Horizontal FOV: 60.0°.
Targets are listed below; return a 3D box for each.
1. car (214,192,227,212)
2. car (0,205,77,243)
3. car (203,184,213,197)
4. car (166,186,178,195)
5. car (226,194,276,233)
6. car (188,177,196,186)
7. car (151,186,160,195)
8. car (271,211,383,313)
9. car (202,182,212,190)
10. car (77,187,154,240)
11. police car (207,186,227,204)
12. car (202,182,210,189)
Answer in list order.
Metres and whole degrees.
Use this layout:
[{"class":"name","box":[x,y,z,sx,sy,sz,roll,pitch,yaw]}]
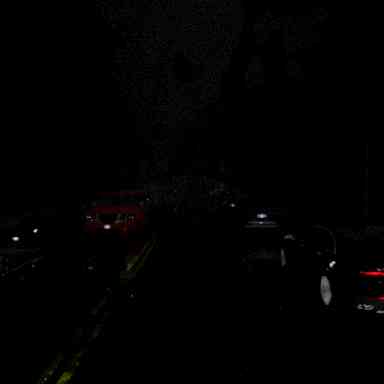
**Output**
[{"class":"car","box":[3.233,0.946,28.690,1.994,1.385,4.181,0,2,0]},{"class":"car","box":[-6.610,1.307,15.120,2.033,1.411,5.357,0,1,0]},{"class":"car","box":[3.221,0.020,50.656,2.033,1.649,4.856,0,3,0]},{"class":"car","box":[-3.337,-0.278,57.426,1.837,1.490,4.892,0,3,0]},{"class":"car","box":[3.240,1.129,17.695,2.033,1.649,4.856,0,1,0]},{"class":"car","box":[-0.048,-2.257,83.081,1.812,1.442,4.674,0,4,0]},{"class":"car","box":[-6.582,-0.247,57.226,1.812,1.442,4.674,0,4,0]},{"class":"car","box":[3.346,1.411,7.491,1.837,1.490,4.892,0,1,0]},{"class":"car","box":[3.208,-1.356,72.599,1.837,1.490,4.892,0,4,0]},{"class":"car","box":[-3.362,0.963,15.944,2.150,2.045,5.566,0,1,0]},{"class":"police car","box":[3.227,0.464,39.789,1.930,1.638,5.238,0,2,0]},{"class":"car","box":[3.214,-0.574,61.628,1.882,1.535,5.008,0,4,0]}]
